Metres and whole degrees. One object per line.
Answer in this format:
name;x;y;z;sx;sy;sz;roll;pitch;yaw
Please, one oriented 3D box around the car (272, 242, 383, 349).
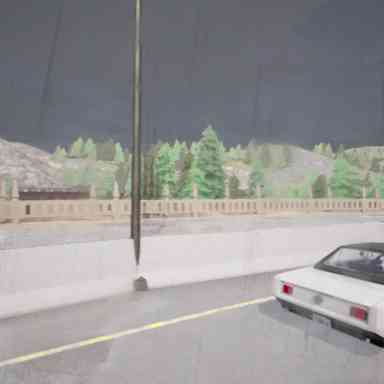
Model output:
car;3.782;1.591;5.984;4.718;1.301;1.895;0;0;-32
